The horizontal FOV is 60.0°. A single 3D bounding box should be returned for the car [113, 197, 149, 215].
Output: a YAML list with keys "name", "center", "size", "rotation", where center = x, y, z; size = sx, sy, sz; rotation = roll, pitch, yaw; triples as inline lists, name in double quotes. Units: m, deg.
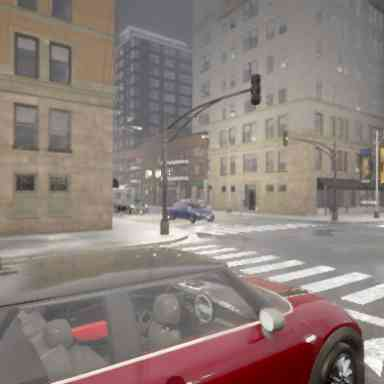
- name: "car"
  center: [-6.292, 1.370, 34.447]
  size: [2.097, 1.767, 4.553]
  rotation: [0, 0, -36]

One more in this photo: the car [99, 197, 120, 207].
- name: "car"
  center: [-13.408, 1.579, 53.977]
  size: [1.752, 1.417, 4.829]
  rotation: [0, 0, -35]

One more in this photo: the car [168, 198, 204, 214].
- name: "car"
  center: [-0.703, 1.496, 36.036]
  size: [1.967, 1.590, 4.097]
  rotation: [1, 0, -35]

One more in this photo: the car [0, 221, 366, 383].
- name: "car"
  center: [-0.260, 1.358, 3.283]
  size: [4.553, 1.767, 2.097]
  rotation: [0, 0, -36]

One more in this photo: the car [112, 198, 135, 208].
- name: "car"
  center: [-10.159, 1.634, 49.388]
  size: [1.802, 1.307, 4.206]
  rotation: [0, 0, -35]

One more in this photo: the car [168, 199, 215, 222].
- name: "car"
  center: [-0.138, 1.552, 25.695]
  size: [1.812, 1.442, 4.674]
  rotation: [0, 0, -34]
